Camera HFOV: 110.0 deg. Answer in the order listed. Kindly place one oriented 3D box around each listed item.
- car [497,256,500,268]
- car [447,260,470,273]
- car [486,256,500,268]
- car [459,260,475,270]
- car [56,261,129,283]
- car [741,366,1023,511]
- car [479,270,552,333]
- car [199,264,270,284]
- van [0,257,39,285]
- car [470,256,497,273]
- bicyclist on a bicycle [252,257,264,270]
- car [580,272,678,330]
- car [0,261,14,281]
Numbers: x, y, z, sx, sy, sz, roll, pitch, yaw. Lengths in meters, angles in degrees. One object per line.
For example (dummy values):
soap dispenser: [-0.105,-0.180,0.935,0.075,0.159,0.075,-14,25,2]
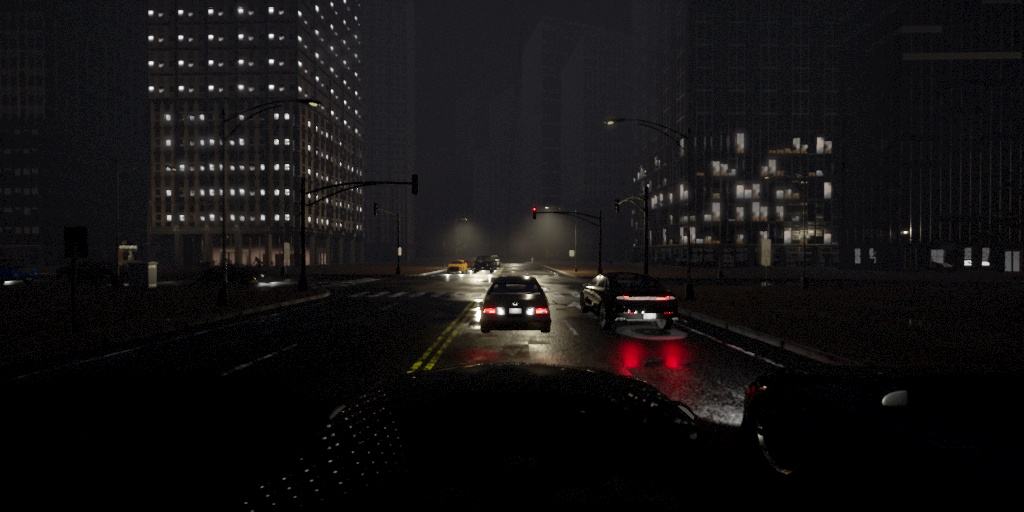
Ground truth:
car: [-3.277,1.098,52.880,2.097,1.767,4.553,0,0,0]
car: [-6.541,1.233,43.250,1.882,1.535,5.008,0,0,0]
car: [-3.255,0.955,63.108,2.150,2.045,5.566,0,0,0]
car: [-6.527,1.272,52.662,1.812,1.442,4.674,0,0,0]
car: [-30.048,1.117,26.156,5.008,1.535,1.882,0,0,2]
car: [3.354,1.314,1.971,1.994,1.385,4.181,0,0,0]
car: [0.111,1.303,10.715,2.033,1.411,5.357,0,0,1]
car: [-19.956,1.250,25.891,4.181,1.385,1.994,0,0,1]
van: [-33.905,0.981,23.673,3.998,1.789,1.690,0,0,2]
car: [-3.292,0.977,42.926,2.150,2.045,5.566,0,0,0]
bicyclist on a bicycle: [-24.660,0.900,34.751,0.582,1.620,1.656,0,1,1]
car: [3.358,1.247,11.128,2.128,1.511,4.902,0,0,0]
car: [-40.289,1.117,26.444,4.674,1.442,1.812,0,0,2]
